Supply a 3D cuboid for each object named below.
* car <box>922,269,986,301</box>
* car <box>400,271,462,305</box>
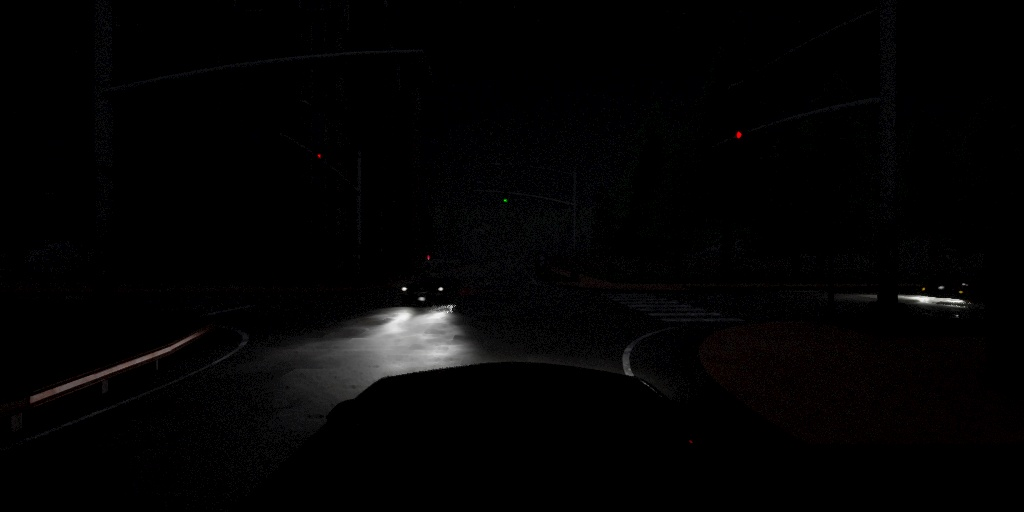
[{"bbox_3d":[22.092,1.299,16.836,4.181,1.385,1.994,0,0,-1],"label":"car"},{"bbox_3d":[-3.500,1.366,16.184,1.895,1.301,4.718,0,0,0],"label":"car"}]
